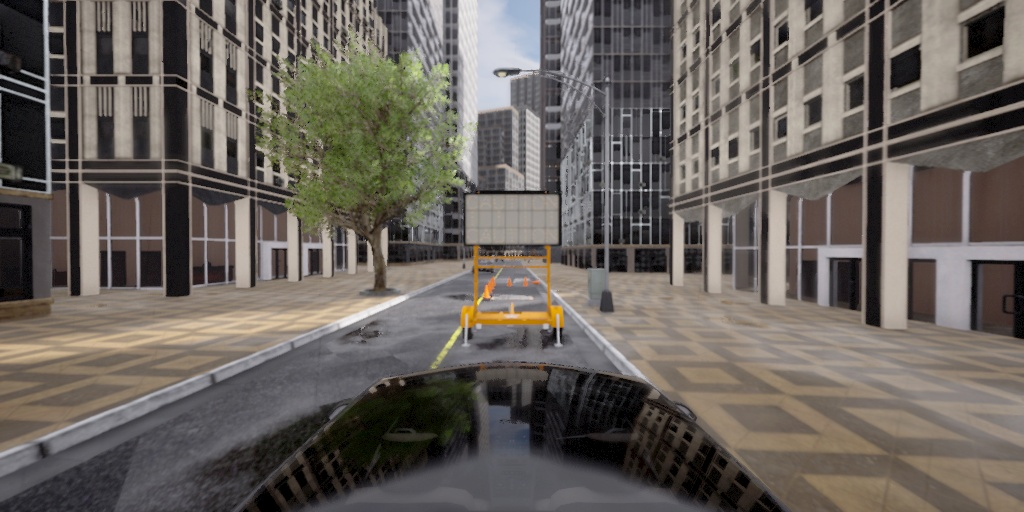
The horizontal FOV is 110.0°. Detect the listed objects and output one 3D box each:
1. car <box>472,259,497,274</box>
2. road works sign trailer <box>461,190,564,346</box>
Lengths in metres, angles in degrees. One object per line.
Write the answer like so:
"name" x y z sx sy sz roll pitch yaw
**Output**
"car" -2.814 1.042 35.641 1.994 1.385 4.181 0 0 0
"road works sign trailer" 0.007 0.149 9.140 2.380 3.560 2.880 0 0 0
